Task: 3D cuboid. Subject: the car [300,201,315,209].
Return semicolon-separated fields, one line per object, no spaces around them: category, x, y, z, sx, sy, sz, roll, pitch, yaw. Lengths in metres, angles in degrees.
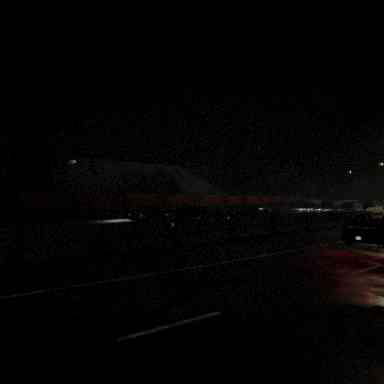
car;22.040;2.426;63.407;1.994;1.385;4.181;0;-1;33

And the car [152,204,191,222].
car;-0.858;1.854;30.592;5.008;1.535;1.882;1;-1;-43

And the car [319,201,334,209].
car;24.987;2.334;61.538;1.882;1.535;5.008;0;-1;33

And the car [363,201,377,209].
car;31.064;2.360;58.064;1.837;1.490;4.892;0;-1;33

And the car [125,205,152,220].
car;-4.308;1.944;32.202;4.181;1.385;1.994;1;-1;-42

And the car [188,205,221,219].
car;2.089;1.928;28.558;4.181;1.385;1.994;1;-1;-43

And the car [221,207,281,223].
car;5.080;1.900;26.508;5.357;1.411;2.033;1;-1;-43

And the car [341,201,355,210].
car;28.162;2.417;59.991;2.033;1.411;5.357;0;-1;33

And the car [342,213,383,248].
car;8.745;1.725;15.430;4.902;1.511;2.128;1;-1;-41
